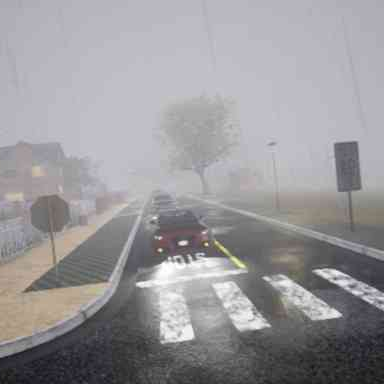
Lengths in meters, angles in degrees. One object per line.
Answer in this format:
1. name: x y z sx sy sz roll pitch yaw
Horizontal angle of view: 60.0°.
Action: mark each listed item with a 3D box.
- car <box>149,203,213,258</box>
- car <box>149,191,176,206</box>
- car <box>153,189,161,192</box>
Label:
1. car: -0.545 1.336 12.106 1.994 1.385 4.181 -6 2 -7
2. car: -2.439 0.941 27.955 1.837 1.490 4.892 -6 1 -7
3. car: -6.021 0.290 57.928 1.882 1.535 5.008 -6 2 -7
